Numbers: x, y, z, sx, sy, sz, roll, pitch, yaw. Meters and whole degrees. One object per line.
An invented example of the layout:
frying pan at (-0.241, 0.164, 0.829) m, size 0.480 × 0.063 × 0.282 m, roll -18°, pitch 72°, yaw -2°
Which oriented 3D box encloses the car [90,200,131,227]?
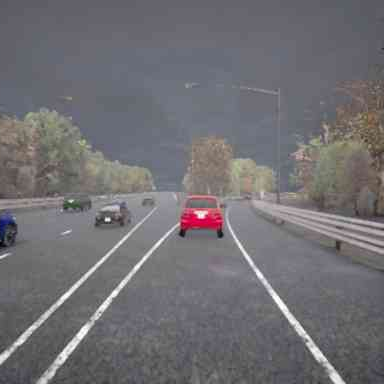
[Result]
car at (-5.231, 1.494, 22.379) m, size 1.812 × 1.442 × 4.674 m, roll 0°, pitch 0°, yaw -3°

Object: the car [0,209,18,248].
car at (-8.088, 1.167, 11.227) m, size 2.150 × 2.045 × 5.566 m, roll 0°, pitch 0°, yaw -3°

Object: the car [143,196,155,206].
car at (-7.180, 1.468, 55.840) m, size 1.837 × 1.490 × 4.892 m, roll 0°, pitch 0°, yaw -3°

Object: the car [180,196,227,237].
car at (0.590, 1.233, 18.430) m, size 2.150 × 2.045 × 5.566 m, roll 0°, pitch 0°, yaw 4°

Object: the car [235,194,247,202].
car at (13.091, 1.959, 90.543) m, size 1.812 × 1.442 × 4.674 m, roll 0°, pitch 0°, yaw 17°

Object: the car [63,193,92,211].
car at (-13.183, 1.137, 38.524) m, size 2.150 × 2.045 × 5.566 m, roll 0°, pitch 0°, yaw -3°
